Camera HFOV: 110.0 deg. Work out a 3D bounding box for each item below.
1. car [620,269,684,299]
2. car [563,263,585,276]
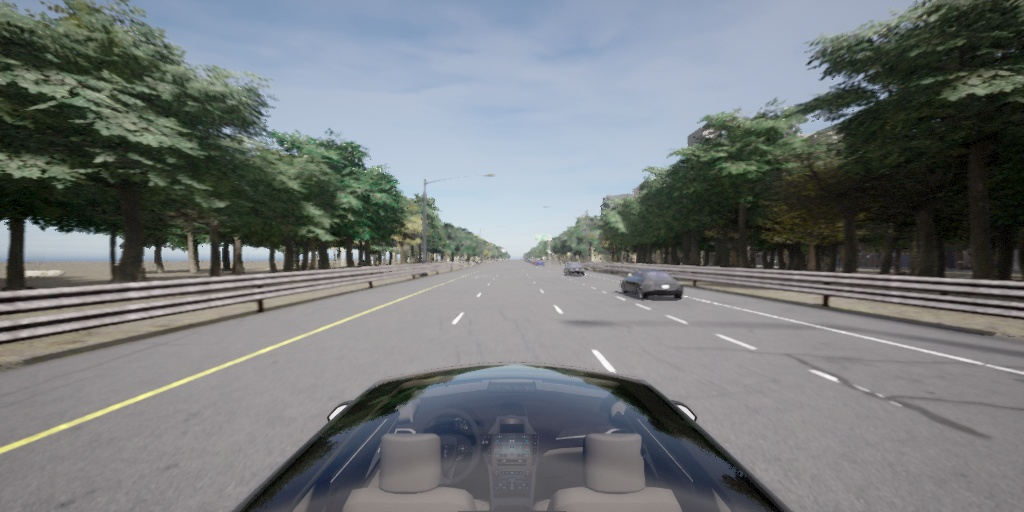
[{"bbox_3d":[7.013,1.370,18.389,1.994,1.385,4.181,0,0,0],"label":"car"},{"bbox_3d":[7.080,1.509,41.368,2.033,1.411,5.357,0,0,0],"label":"car"}]
